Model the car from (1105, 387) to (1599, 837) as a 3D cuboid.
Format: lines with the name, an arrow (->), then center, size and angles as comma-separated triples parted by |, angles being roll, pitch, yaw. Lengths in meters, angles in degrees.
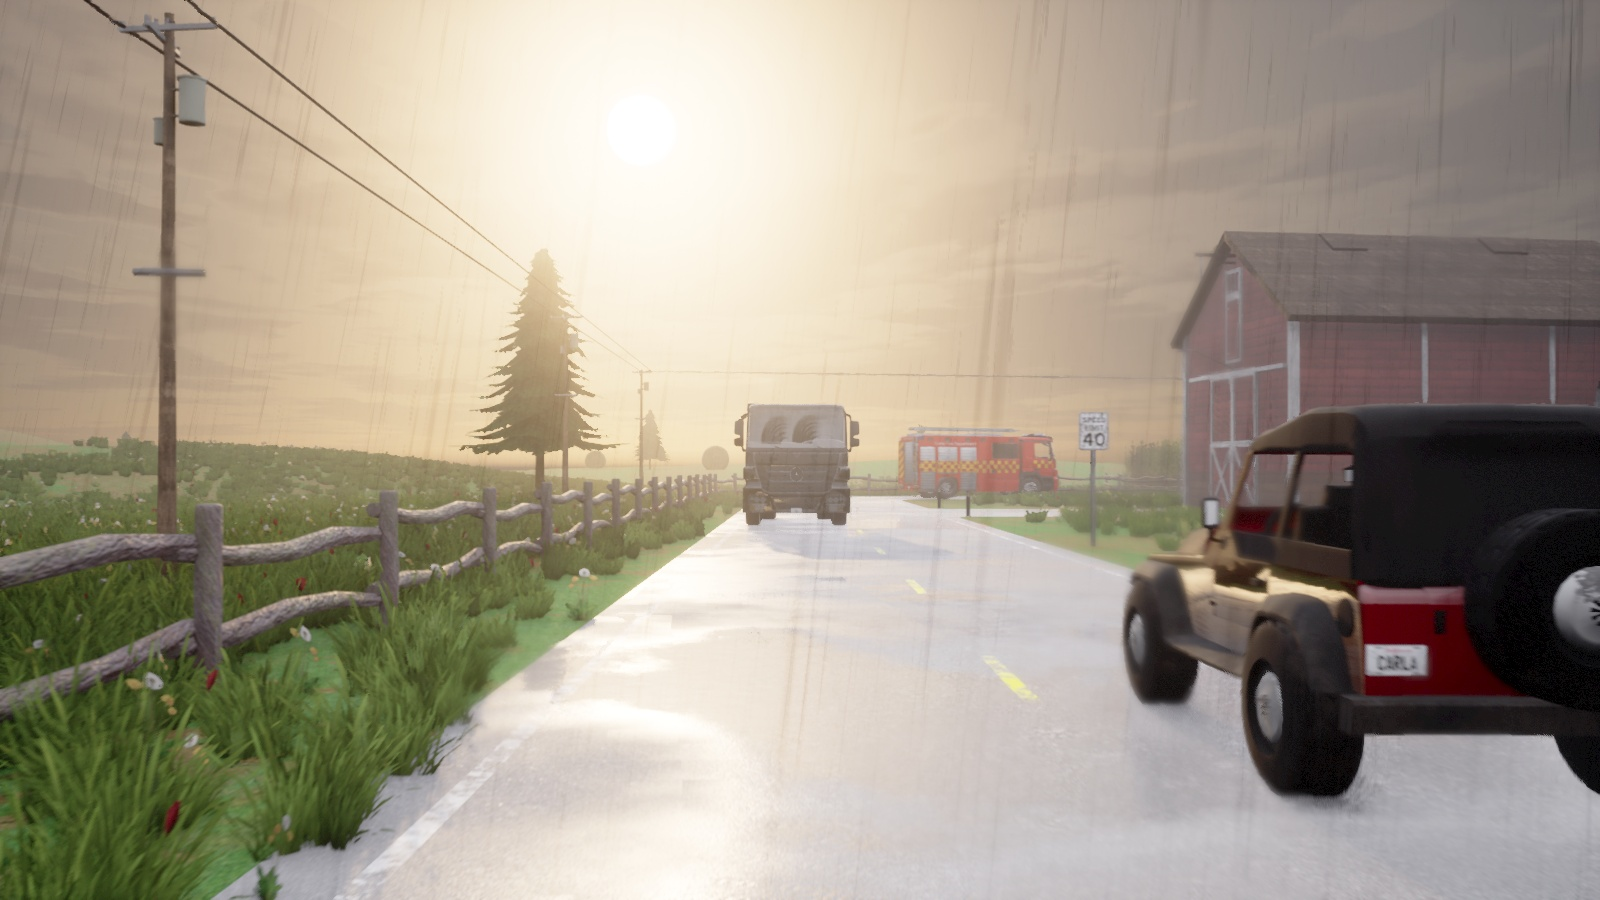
car -> 3.181, 0.705, 7.199 | 1.905, 1.878, 3.866 | 0, -1, 0

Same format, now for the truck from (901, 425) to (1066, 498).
truck -> 10.012, 0.647, 68.423 | 8.468, 3.827, 2.891 | 0, -1, -18

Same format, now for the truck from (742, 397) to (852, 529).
truck -> -0.094, 0.394, 37.052 | 2.891, 3.462, 7.936 | 0, -1, 0
